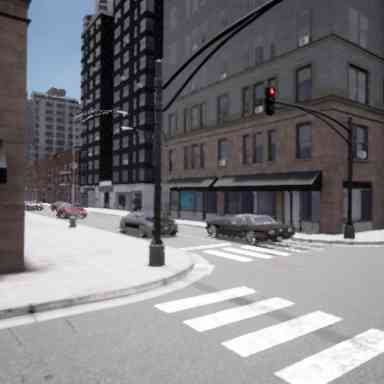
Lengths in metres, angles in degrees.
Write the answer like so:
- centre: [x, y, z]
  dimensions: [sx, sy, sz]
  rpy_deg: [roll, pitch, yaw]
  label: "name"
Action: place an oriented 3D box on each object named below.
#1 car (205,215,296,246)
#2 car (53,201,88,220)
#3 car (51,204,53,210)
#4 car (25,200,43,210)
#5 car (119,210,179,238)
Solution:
- centre: [2.658, 1.766, 16.496]
  dimensions: [1.895, 1.301, 4.718]
  rpy_deg: [1, -1, -33]
  label: "car"
- centre: [-11.288, 1.732, 31.177]
  dimensions: [1.812, 1.442, 4.674]
  rpy_deg: [1, -1, -35]
  label: "car"
- centre: [-17.866, 1.869, 45.413]
  dimensions: [1.994, 1.385, 4.181]
  rpy_deg: [1, -1, -35]
  label: "car"
- centre: [-22.563, 1.840, 47.181]
  dimensions: [1.812, 1.442, 4.674]
  rpy_deg: [1, -1, -35]
  label: "car"
- centre: [-2.496, 1.714, 18.822]
  dimensions: [1.994, 1.385, 4.181]
  rpy_deg: [1, -1, -35]
  label: "car"
